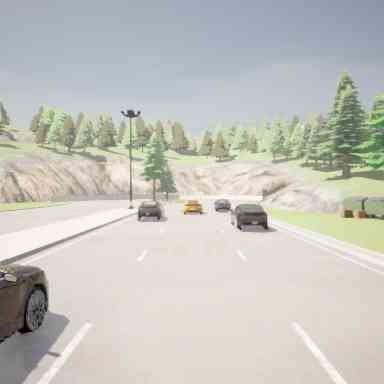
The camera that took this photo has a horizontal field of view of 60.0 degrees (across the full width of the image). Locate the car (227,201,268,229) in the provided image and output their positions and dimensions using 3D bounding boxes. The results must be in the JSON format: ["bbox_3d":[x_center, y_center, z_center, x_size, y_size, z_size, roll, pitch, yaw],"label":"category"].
[{"bbox_3d":[3.601,1.505,21.414,1.837,1.490,4.892,0,0,0],"label":"car"}]

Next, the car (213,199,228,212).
[{"bbox_3d":[3.603,1.547,39.561,2.033,1.411,5.357,0,0,0],"label":"car"}]

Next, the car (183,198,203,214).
[{"bbox_3d":[0.097,1.477,34.681,1.882,1.535,5.008,0,0,0],"label":"car"}]

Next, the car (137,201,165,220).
[{"bbox_3d":[-3.398,1.491,28.001,2.128,1.511,4.902,0,0,0],"label":"car"}]

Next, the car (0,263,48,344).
[{"bbox_3d":[-3.403,1.490,3.864,2.128,1.511,4.902,0,0,0],"label":"car"}]

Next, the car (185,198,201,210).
[{"bbox_3d":[0.139,1.547,44.509,2.033,1.411,5.357,0,0,1],"label":"car"}]
